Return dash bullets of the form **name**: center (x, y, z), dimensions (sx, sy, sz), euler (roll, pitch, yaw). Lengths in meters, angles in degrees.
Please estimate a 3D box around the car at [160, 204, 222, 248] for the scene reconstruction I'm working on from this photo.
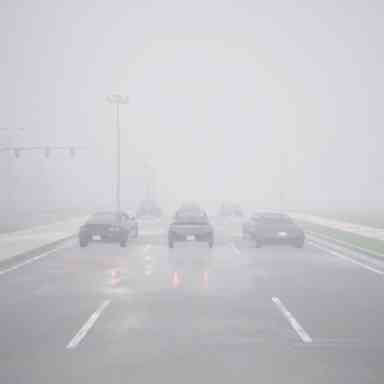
- **car**: center (-0.054, 1.493, 14.687), dimensions (2.128, 1.511, 4.902), euler (0, 0, 0)

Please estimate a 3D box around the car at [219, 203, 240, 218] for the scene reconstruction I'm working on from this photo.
- **car**: center (3.347, 1.615, 29.740), dimensions (1.895, 1.301, 4.718), euler (0, 0, 0)

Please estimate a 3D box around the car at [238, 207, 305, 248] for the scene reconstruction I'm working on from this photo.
- **car**: center (3.446, 1.571, 14.710), dimensions (1.994, 1.385, 4.181), euler (0, 0, 0)

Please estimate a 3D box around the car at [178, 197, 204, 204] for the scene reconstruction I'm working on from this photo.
- **car**: center (-0.152, 1.483, 29.687), dimensions (1.882, 1.535, 5.008), euler (0, 0, 0)

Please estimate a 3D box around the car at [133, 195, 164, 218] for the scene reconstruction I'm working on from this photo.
- **car**: center (-3.652, 1.364, 29.634), dimensions (2.097, 1.767, 4.553), euler (0, 0, 0)

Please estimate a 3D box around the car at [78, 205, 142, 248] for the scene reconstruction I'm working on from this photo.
- **car**: center (-3.554, 1.531, 14.665), dimensions (1.812, 1.442, 4.674), euler (0, 0, 0)
